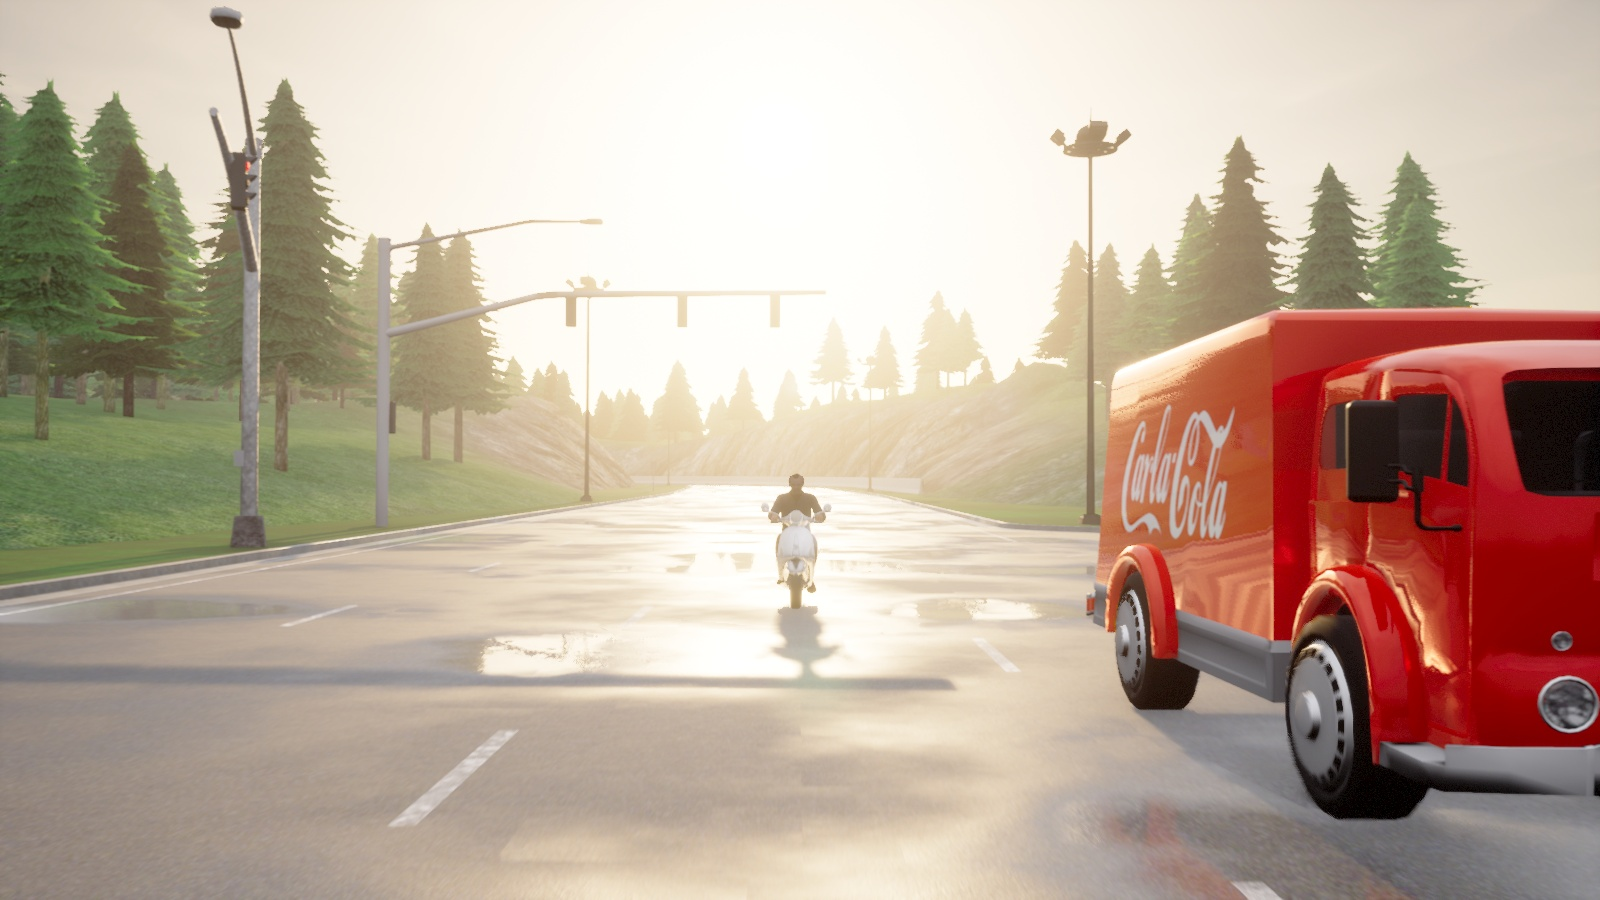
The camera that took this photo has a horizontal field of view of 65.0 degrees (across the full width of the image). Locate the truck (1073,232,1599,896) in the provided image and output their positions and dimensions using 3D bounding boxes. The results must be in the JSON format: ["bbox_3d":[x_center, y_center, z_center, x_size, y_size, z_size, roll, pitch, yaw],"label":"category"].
[{"bbox_3d":[3.480,0.467,7.282,2.627,2.467,5.204,0,-1,0],"label":"truck"}]

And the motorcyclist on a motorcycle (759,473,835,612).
[{"bbox_3d":[-0.038,1.085,15.345,0.866,1.590,1.817,0,-1,0],"label":"motorcyclist on a motorcycle"}]
